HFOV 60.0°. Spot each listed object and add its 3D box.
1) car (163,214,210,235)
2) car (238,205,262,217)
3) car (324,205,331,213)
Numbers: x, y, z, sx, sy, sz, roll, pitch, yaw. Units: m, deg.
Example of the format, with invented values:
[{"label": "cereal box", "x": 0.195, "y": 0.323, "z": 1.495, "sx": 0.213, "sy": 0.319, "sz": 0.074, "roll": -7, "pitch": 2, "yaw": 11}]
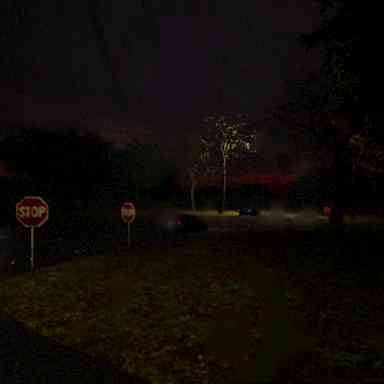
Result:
[{"label": "car", "x": -0.329, "y": 2.396, "z": 25.592, "sx": 1.994, "sy": 1.385, "sz": 4.181, "roll": 1, "pitch": -1, "yaw": 36}, {"label": "car", "x": 8.777, "y": 2.805, "z": 50.301, "sx": 2.097, "sy": 1.767, "sz": 4.553, "roll": 1, "pitch": -1, "yaw": 36}, {"label": "car", "x": 30.519, "y": 3.738, "z": 73.314, "sx": 2.097, "sy": 1.767, "sz": 4.553, "roll": 1, "pitch": -1, "yaw": 30}]
